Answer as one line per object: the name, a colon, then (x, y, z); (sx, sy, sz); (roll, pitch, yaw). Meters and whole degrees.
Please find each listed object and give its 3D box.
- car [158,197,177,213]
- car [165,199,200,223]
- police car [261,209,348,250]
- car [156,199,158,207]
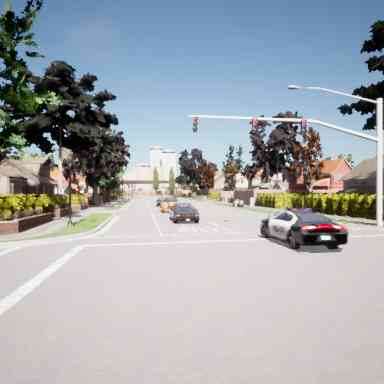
car: (-2.296, 1.352, 36.483); (2.097, 1.767, 4.553); (0, 0, -9)
car: (-0.676, 1.547, 25.749); (2.033, 1.411, 5.357); (0, 0, -9)
police car: (4.573, 1.509, 14.619); (2.038, 1.542, 4.974); (0, 0, -8)
car: (-4.444, 1.490, 50.769); (2.128, 1.511, 4.902); (0, 0, -9)
